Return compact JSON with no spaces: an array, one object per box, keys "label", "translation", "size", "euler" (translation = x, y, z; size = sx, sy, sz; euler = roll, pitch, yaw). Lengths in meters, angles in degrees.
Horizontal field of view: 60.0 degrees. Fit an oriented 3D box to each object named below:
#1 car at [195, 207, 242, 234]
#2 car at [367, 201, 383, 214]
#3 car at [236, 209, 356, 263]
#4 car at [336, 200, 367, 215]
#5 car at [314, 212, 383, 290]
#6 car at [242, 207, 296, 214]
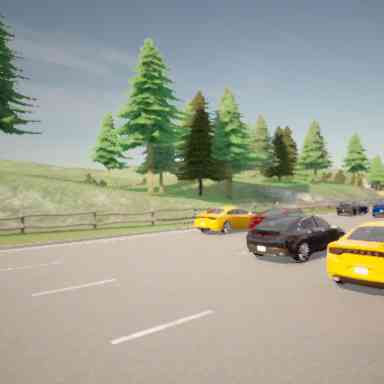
[{"label":"car","translation":[2.399,1.634,20.371],"size":[5.008,1.535,1.882],"euler":[0,-1,-43]},{"label":"car","translation":[18.412,1.505,30.870],"size":[5.008,1.535,1.882],"euler":[0,-1,-44]},{"label":"car","translation":[4.019,1.566,12.329],"size":[4.892,1.490,1.837],"euler":[0,-1,-43]},{"label":"car","translation":[16.384,1.574,33.776],"size":[4.902,1.511,2.128],"euler":[0,-1,-44]},{"label":"car","translation":[5.348,1.487,8.665],"size":[5.008,1.535,1.882],"euler":[0,-1,-43]},{"label":"car","translation":[5.180,1.575,18.191],"size":[5.008,1.535,1.882],"euler":[0,-1,-43]}]
